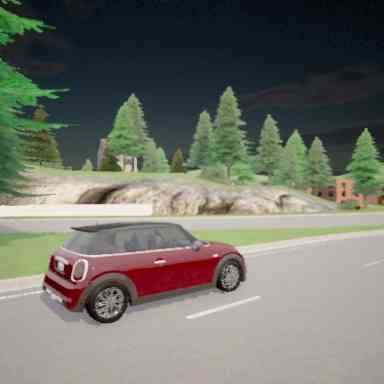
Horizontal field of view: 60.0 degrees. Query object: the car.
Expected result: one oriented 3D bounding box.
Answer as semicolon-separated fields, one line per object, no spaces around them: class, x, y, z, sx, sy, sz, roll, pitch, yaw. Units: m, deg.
car;-0.831;1.451;7.638;4.553;1.767;2.097;1;-1;-39
